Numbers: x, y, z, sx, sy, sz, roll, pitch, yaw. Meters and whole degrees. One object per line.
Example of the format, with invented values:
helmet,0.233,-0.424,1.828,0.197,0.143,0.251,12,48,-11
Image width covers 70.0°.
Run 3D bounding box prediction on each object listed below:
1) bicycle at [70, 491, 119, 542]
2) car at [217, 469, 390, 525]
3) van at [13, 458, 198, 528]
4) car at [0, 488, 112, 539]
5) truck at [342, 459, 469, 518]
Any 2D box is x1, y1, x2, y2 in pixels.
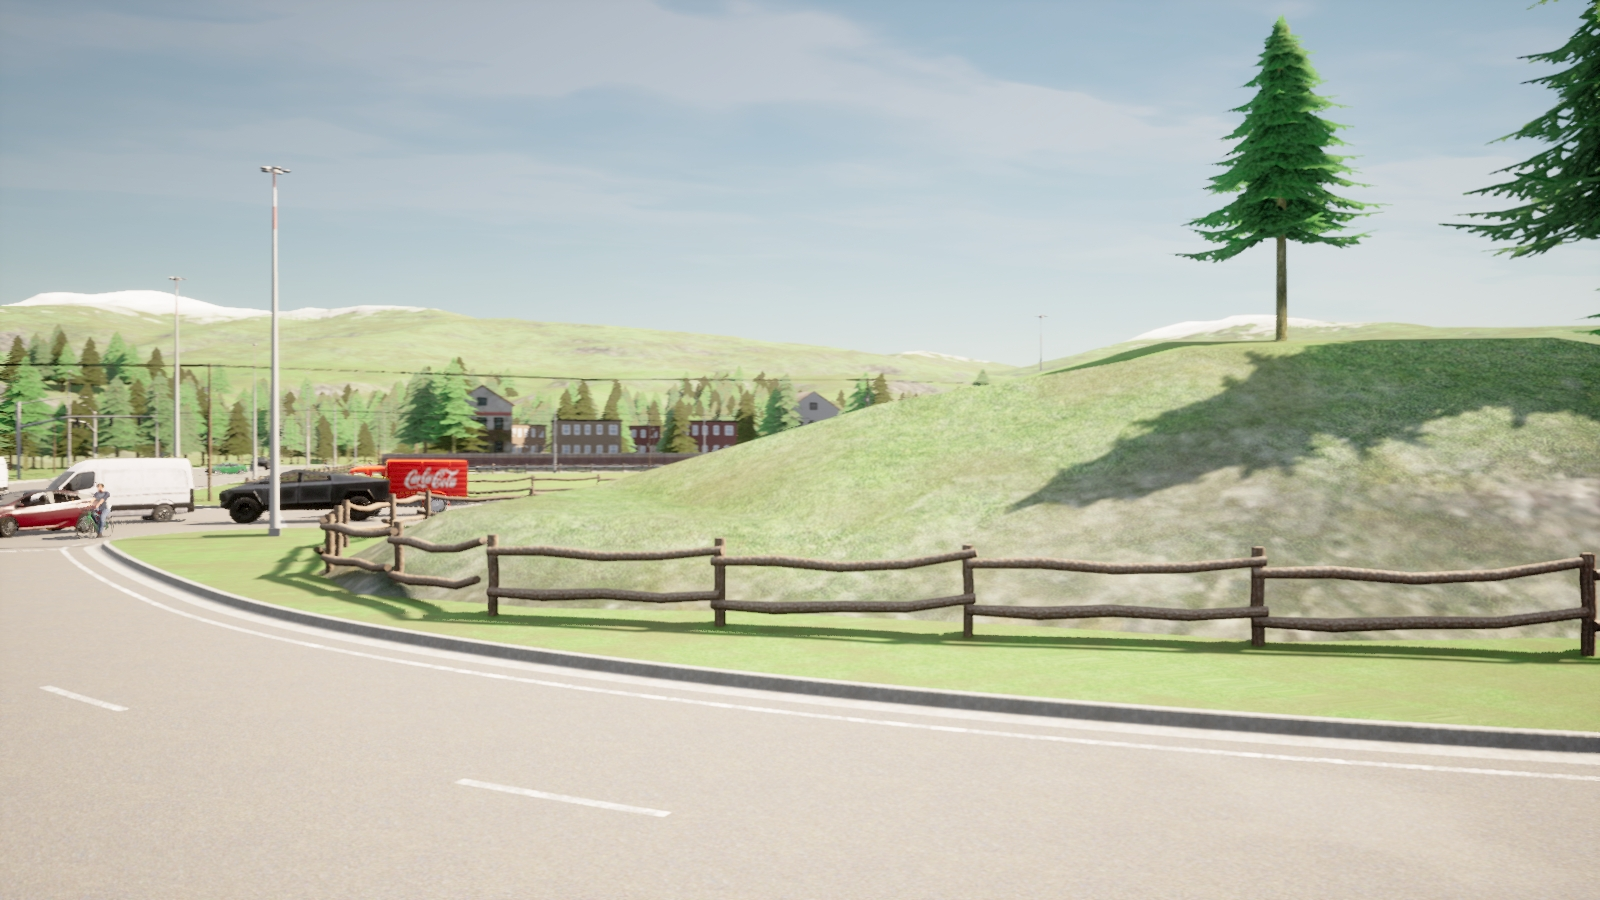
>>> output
bicycle,-22.799,2.133,36.953,0.373,1.496,1.643,4,1,6
car,-19.858,1.837,46.058,6.274,2.098,2.390,0,0,-20
van,-27.227,1.627,44.964,1.988,2.561,5.915,-1,-1,44
car,-26.256,2.124,38.969,2.007,1.525,4.514,0,0,21
truck,-17.495,1.655,50.691,5.204,2.467,2.627,0,0,-20
